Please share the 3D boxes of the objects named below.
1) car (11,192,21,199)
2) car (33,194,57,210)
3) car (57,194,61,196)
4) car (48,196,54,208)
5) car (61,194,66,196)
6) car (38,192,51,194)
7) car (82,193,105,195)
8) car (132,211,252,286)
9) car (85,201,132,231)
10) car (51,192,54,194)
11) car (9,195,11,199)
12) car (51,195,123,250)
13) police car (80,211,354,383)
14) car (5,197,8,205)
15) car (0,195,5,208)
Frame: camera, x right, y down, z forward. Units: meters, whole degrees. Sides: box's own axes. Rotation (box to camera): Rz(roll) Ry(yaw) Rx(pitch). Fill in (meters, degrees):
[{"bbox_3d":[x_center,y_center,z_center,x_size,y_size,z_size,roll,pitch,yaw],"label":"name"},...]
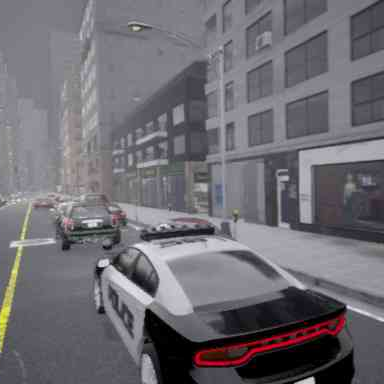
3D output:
[{"bbox_3d":[-45.163,1.155,84.164,1.802,1.307,4.206,-2,1,-25],"label":"car"},{"bbox_3d":[-17.251,1.242,38.690,1.994,1.385,4.181,-2,1,-25],"label":"car"},{"bbox_3d":[-16.830,1.105,44.370,2.008,1.369,4.403,-2,1,-25],"label":"car"},{"bbox_3d":[-7.150,1.243,19.470,1.801,1.575,5.366,-2,1,-25],"label":"car"},{"bbox_3d":[-12.105,1.063,34.433,1.967,1.590,4.097,-2,1,-25],"label":"car"},{"bbox_3d":[-22.636,1.107,49.924,1.837,1.490,4.892,-2,1,-25],"label":"car"},{"bbox_3d":[-7.381,1.008,24.495,2.192,1.841,5.009,-2,1,-25],"label":"car"},{"bbox_3d":[-0.282,1.382,9.599,1.802,1.307,4.206,-2,1,-25],"label":"car"},{"bbox_3d":[-5.009,1.310,19.533,1.802,1.307,4.206,-2,1,-25],"label":"car"},{"bbox_3d":[-21.557,1.052,54.306,1.947,1.339,4.313,-2,1,-25],"label":"car"},{"bbox_3d":[-29.256,1.209,50.644,1.967,1.590,4.097,-2,1,-25],"label":"car"},{"bbox_3d":[-4.480,1.179,13.852,2.097,1.767,4.553,-2,1,-25],"label":"car"},{"bbox_3d":[-0.241,1.319,4.950,1.930,1.638,5.238,-2,1,-25],"label":"police car"},{"bbox_3d":[-26.888,1.385,45.679,1.802,1.307,4.206,-2,1,-25],"label":"car"},{"bbox_3d":[-24.524,1.403,40.711,1.947,1.339,4.313,-2,1,-25],"label":"car"}]
